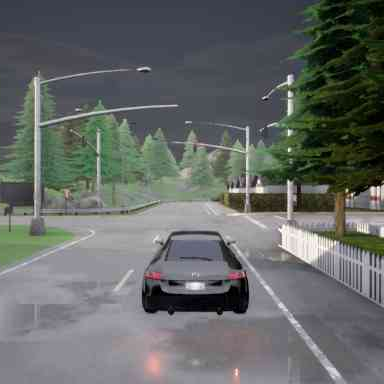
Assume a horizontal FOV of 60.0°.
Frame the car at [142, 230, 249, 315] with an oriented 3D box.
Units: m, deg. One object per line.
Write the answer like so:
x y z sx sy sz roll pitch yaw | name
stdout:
0.075 1.564 7.644 1.994 1.385 4.181 0 0 1 | car

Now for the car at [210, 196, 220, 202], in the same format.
6.697 1.525 72.863 5.357 1.411 2.033 0 0 -22 | car
